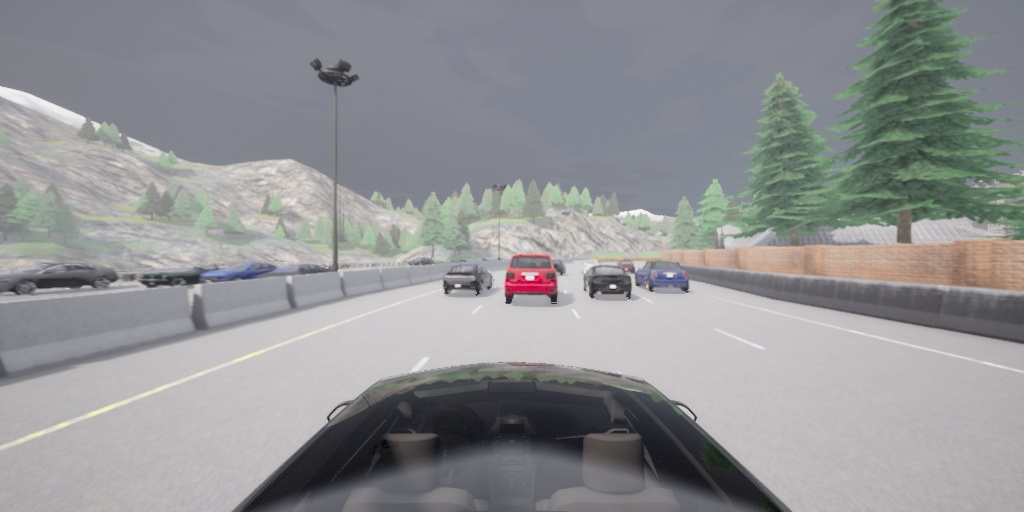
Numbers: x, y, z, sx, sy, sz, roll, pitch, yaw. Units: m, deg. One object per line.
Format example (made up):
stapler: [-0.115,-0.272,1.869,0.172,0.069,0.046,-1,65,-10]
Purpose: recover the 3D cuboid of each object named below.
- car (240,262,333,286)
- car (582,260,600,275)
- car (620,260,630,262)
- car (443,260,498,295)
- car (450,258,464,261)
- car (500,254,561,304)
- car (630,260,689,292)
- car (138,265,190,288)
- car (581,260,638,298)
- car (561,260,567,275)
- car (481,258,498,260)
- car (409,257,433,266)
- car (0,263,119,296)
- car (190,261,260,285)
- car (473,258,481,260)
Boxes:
car: [-12.763,1.181,21.330,2.033,1.411,5.357,0,0,7]
car: [8.503,1.149,38.285,1.812,1.442,4.674,0,0,14]
car: [12.332,1.156,39.030,1.812,1.442,4.674,0,0,15]
car: [-2.233,1.164,19.090,2.128,1.511,4.902,0,0,7]
car: [-9.546,1.036,62.548,1.994,1.385,4.181,0,0,21]
car: [0.965,0.914,16.333,2.150,2.045,5.566,0,0,6]
car: [8.599,1.047,20.983,2.097,1.767,4.553,0,0,8]
car: [-19.705,1.212,22.086,1.895,1.301,4.718,0,0,7]
car: [4.685,1.173,18.091,1.882,1.535,5.008,0,0,7]
car: [4.450,1.124,36.463,1.837,1.490,4.892,0,0,13]
car: [-2.790,1.047,60.653,2.033,1.411,5.357,0,0,22]
car: [-14.809,0.953,58.322,1.882,1.535,5.008,0,0,19]
car: [-23.607,1.107,18.452,2.128,1.511,4.902,0,0,6]
car: [-16.181,1.099,21.929,1.882,1.535,5.008,0,0,8]
car: [-5.709,1.008,62.759,1.812,1.442,4.674,0,0,22]
